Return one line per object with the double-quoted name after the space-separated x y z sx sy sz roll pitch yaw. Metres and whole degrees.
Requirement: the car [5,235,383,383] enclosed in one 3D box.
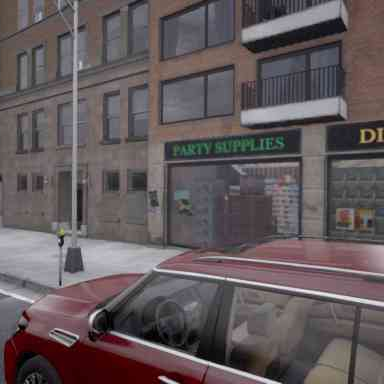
0.547 1.315 2.676 5.009 1.841 2.192 0 1 35 "car"
